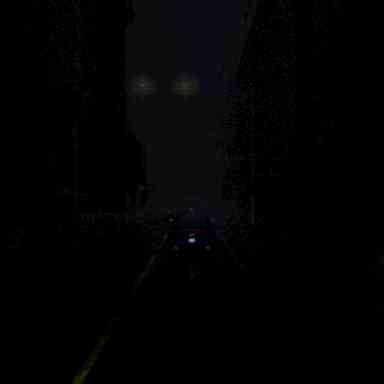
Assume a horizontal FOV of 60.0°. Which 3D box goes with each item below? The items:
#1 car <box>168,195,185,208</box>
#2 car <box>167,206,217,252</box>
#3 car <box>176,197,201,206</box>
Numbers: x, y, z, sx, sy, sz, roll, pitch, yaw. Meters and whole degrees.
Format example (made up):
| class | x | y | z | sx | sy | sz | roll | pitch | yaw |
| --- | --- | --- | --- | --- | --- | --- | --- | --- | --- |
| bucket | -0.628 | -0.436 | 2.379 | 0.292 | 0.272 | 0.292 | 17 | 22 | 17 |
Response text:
| class | x | y | z | sx | sy | sz | roll | pitch | yaw |
| --- | --- | --- | --- | --- | --- | --- | --- | --- | --- |
| car | -2.769 | 1.590 | 54.705 | 2.150 | 2.045 | 5.566 | 0 | 0 | 0 |
| car | 0.003 | 1.606 | 14.485 | 1.882 | 1.535 | 5.008 | 0 | 0 | 0 |
| car | -0.007 | 1.586 | 29.088 | 2.097 | 1.767 | 4.553 | 0 | -1 | 0 |
